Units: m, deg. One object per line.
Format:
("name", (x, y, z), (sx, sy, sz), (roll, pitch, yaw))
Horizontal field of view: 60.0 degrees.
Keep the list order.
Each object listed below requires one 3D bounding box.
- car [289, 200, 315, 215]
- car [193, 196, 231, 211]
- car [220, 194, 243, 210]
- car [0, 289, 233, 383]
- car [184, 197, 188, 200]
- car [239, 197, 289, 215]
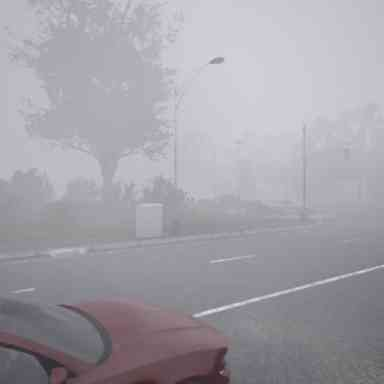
("car", (10.801, 1.588, 35.476), (1.812, 1.442, 4.674), (0, 0, -32))
("car", (2.395, 1.553, 42.202), (1.837, 1.490, 4.892), (0, 0, -32))
("car", (5.609, 1.277, 43.675), (2.150, 2.045, 5.566), (0, 0, -33))
("car", (-1.906, 1.477, 2.384), (5.008, 1.535, 1.882), (0, 0, -35))
("car", (-0.384, 1.572, 52.963), (2.033, 1.411, 5.357), (0, 0, -33))
("car", (7.352, 1.580, 34.386), (1.812, 1.442, 4.674), (0, 0, -31))
